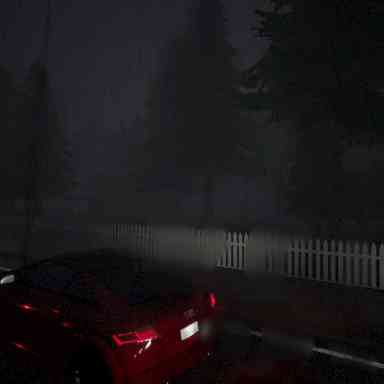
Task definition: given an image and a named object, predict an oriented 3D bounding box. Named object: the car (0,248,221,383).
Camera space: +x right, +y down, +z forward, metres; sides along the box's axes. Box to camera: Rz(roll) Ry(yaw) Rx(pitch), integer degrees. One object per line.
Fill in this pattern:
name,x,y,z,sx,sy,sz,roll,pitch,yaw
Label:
car,-1.675,1.564,4.975,4.181,1.385,1.994,0,0,35
